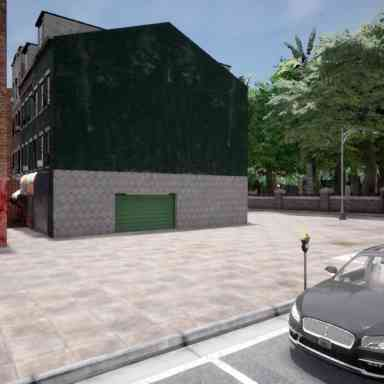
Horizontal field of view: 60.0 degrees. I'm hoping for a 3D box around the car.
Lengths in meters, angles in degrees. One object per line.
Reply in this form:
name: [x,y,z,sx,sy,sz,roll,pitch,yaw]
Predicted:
car: [3.344,1.551,5.196,4.403,1.369,2.008,0,0,-35]
